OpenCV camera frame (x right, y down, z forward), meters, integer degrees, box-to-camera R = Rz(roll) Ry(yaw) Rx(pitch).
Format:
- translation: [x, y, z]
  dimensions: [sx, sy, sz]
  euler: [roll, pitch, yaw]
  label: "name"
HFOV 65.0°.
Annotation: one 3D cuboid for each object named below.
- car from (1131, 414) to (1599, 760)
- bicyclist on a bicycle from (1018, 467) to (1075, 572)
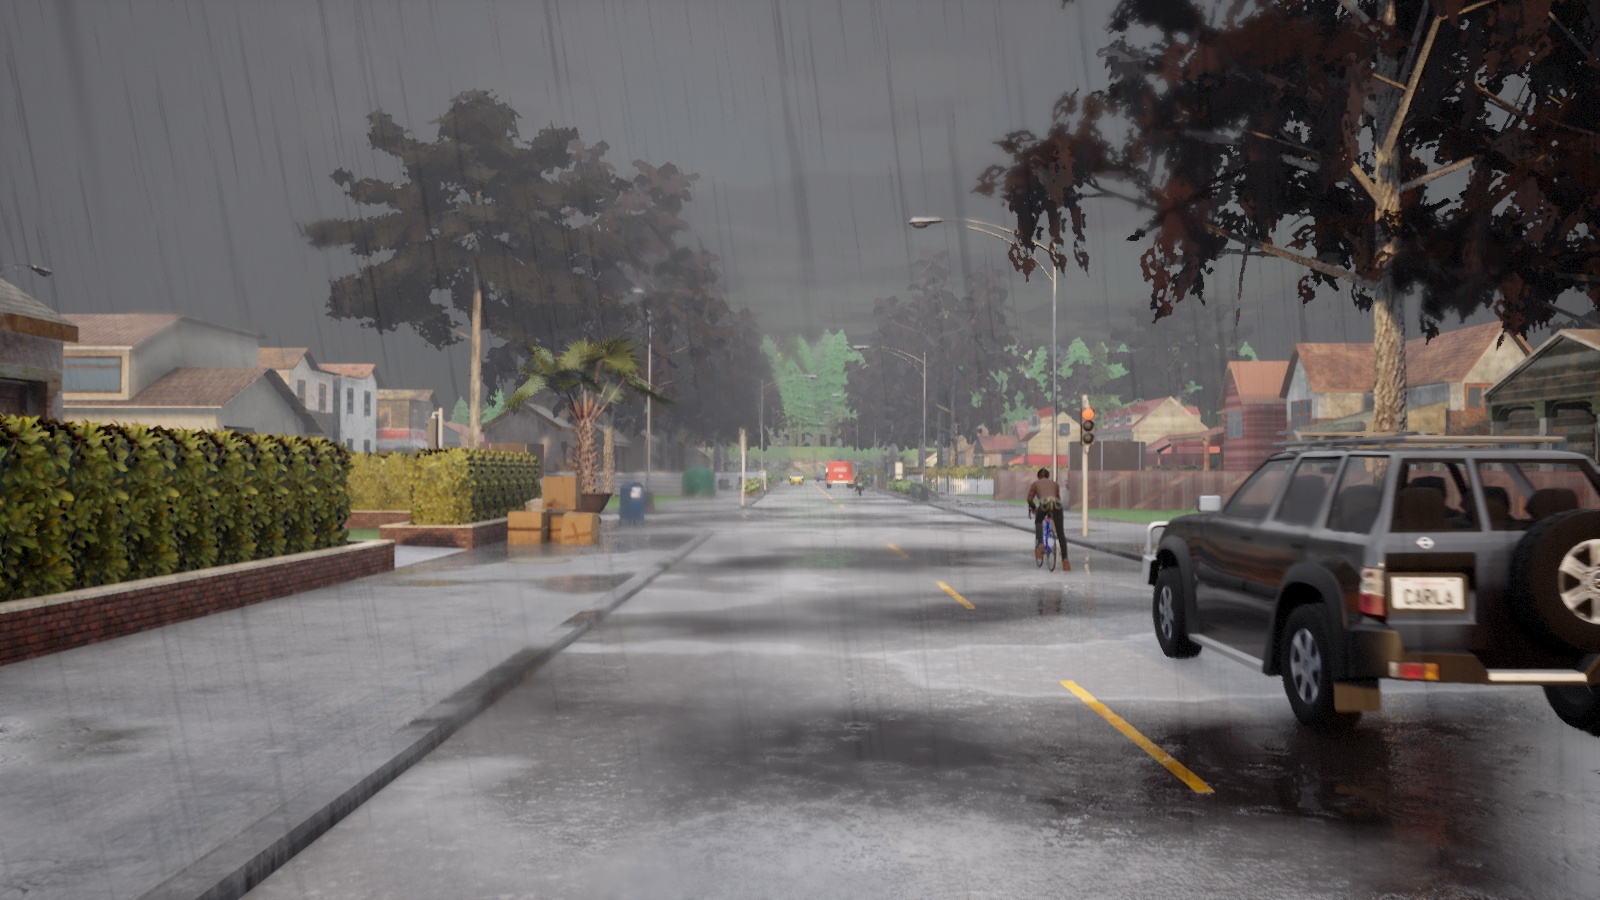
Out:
- translation: [3.975, 0.766, 9.059]
  dimensions: [1.932, 1.855, 4.605]
  euler: [0, -1, 0]
  label: "car"
- translation: [3.948, 1.086, 20.199]
  dimensions: [0.582, 1.620, 1.656]
  euler: [0, -1, 0]
  label: "bicyclist on a bicycle"
